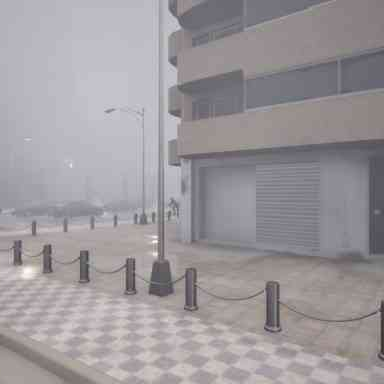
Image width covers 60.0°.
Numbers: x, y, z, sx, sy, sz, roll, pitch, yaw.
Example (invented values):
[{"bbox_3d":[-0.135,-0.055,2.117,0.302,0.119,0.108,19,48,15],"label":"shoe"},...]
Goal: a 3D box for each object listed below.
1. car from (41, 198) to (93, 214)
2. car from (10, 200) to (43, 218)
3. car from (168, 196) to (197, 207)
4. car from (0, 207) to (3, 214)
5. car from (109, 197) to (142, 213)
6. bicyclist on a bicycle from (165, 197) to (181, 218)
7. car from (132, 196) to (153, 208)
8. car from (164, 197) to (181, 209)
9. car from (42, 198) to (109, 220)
[{"bbox_3d":[-13.097,1.449,35.165,1.837,1.490,4.892,0,0,36],"label":"car"},{"bbox_3d":[-13.202,1.436,29.059,2.128,1.511,4.902,0,0,36],"label":"car"},{"bbox_3d":[-1.372,1.449,51.296,1.837,1.490,4.892,0,0,36],"label":"car"},{"bbox_3d":[-18.581,1.545,27.626,1.895,1.301,4.718,0,0,36],"label":"car"},{"bbox_3d":[-7.969,1.508,36.275,1.994,1.385,4.181,0,0,36],"label":"car"},{"bbox_3d":[-1.503,1.246,26.483,1.656,1.620,0.582,0,0,36],"label":"bicyclist on a bicycle"},{"bbox_3d":[-7.229,1.296,43.247,2.097,1.767,4.553,0,0,36],"label":"car"},{"bbox_3d":[-2.111,1.508,44.344,1.994,1.385,4.181,0,0,36],"label":"car"},{"bbox_3d":[-9.582,1.470,27.720,1.812,1.442,4.674,0,0,36],"label":"car"}]
